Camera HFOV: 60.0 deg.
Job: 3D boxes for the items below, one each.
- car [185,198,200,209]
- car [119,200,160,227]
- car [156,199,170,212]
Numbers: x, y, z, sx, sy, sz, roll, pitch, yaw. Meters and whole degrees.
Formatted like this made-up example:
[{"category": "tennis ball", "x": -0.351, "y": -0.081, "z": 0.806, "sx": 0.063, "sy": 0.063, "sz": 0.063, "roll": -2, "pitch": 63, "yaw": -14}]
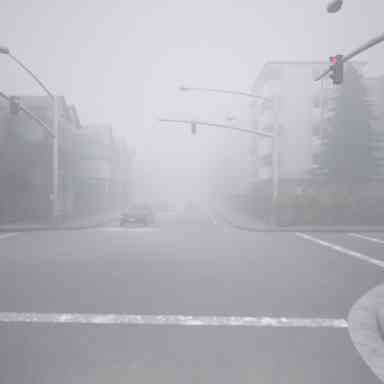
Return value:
[{"category": "car", "x": 0.107, "y": 1.590, "z": 45.563, "sx": 1.812, "sy": 1.442, "sz": 4.674, "roll": 0, "pitch": 0, "yaw": 0}, {"category": "car", "x": -3.741, "y": 1.538, "z": 23.471, "sx": 1.837, "sy": 1.490, "sz": 4.892, "roll": 0, "pitch": 0, "yaw": 2}, {"category": "car", "x": -3.581, "y": 1.562, "z": 39.304, "sx": 1.837, "sy": 1.490, "sz": 4.892, "roll": 0, "pitch": 0, "yaw": 0}]
